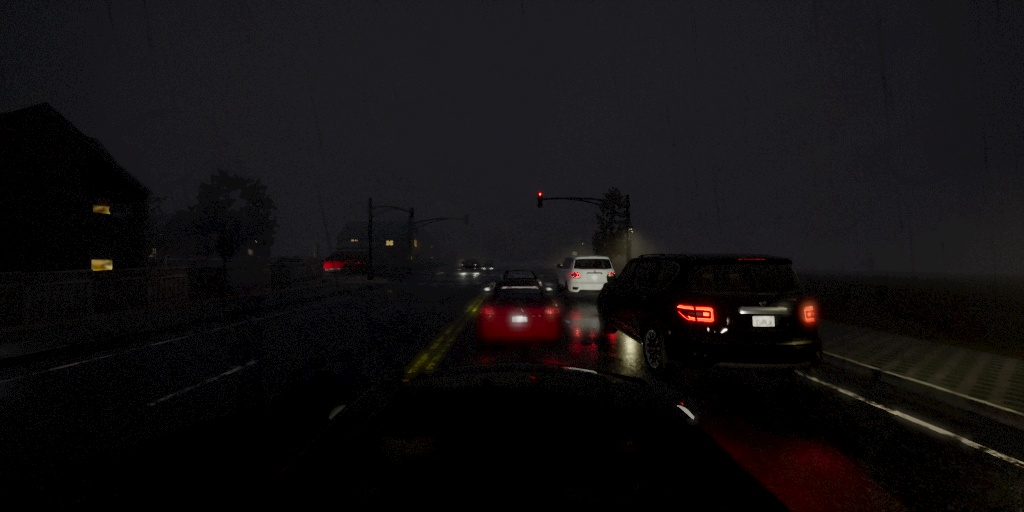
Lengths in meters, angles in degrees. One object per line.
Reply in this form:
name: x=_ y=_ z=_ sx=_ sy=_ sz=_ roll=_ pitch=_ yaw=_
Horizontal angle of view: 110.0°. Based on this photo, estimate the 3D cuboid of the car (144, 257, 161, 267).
car: x=-40.287 y=0.625 z=38.642 sx=4.892 sy=1.490 sz=1.837 roll=1 pitch=-1 yaw=16

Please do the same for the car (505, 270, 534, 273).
car: x=0.343 y=1.364 z=18.443 sx=1.895 sy=1.301 sz=4.718 roll=0 pitch=0 yaw=-3

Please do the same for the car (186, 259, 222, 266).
car: x=-30.408 y=0.829 z=35.872 sx=5.357 sy=1.411 sz=2.033 roll=1 pitch=-1 yaw=16

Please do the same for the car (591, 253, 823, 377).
car: x=3.402 y=0.974 z=7.512 sx=2.150 sy=2.045 sz=5.566 roll=0 pitch=0 yaw=0

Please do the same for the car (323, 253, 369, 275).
car: x=-16.393 y=0.770 z=34.498 sx=5.566 sy=2.045 sz=2.150 roll=1 pitch=0 yaw=16

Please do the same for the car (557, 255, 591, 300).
car: x=3.555 y=0.983 z=17.870 sx=2.150 sy=2.045 sz=5.566 roll=0 pitch=0 yaw=1

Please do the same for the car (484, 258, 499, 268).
car: x=-4.174 y=1.416 z=65.050 sx=2.033 sy=1.411 sz=5.357 roll=0 pitch=0 yaw=5

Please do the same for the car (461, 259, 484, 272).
car: x=-5.326 y=1.173 z=47.010 sx=2.097 sy=1.767 sz=4.553 roll=0 pitch=0 yaw=3

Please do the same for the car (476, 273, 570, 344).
car: x=0.178 y=1.319 z=9.634 sx=1.994 sy=1.385 sz=4.181 roll=0 pitch=0 yaw=0

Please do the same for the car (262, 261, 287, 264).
car: x=-20.868 y=0.940 z=33.206 sx=4.892 sy=1.490 sz=1.837 roll=1 pitch=-1 yaw=16

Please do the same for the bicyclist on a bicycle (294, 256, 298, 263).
bicyclist on a bicycle: x=-24.184 y=0.781 z=40.223 sx=0.582 sy=1.620 sz=1.656 roll=1 pitch=-1 yaw=16
